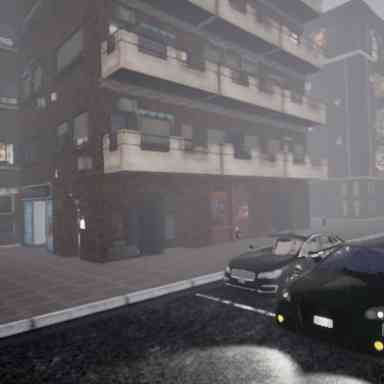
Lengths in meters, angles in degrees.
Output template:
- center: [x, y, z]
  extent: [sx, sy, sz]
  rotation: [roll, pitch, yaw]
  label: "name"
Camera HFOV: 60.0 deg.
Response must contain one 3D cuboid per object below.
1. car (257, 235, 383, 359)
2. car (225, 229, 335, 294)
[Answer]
- center: [3.329, 1.649, 6.076]
  extent: [4.181, 1.385, 1.994]
  rotation: [0, -2, -42]
  label: "car"
- center: [2.715, 1.727, 8.847]
  extent: [4.403, 1.369, 2.008]
  rotation: [0, -2, -42]
  label: "car"
